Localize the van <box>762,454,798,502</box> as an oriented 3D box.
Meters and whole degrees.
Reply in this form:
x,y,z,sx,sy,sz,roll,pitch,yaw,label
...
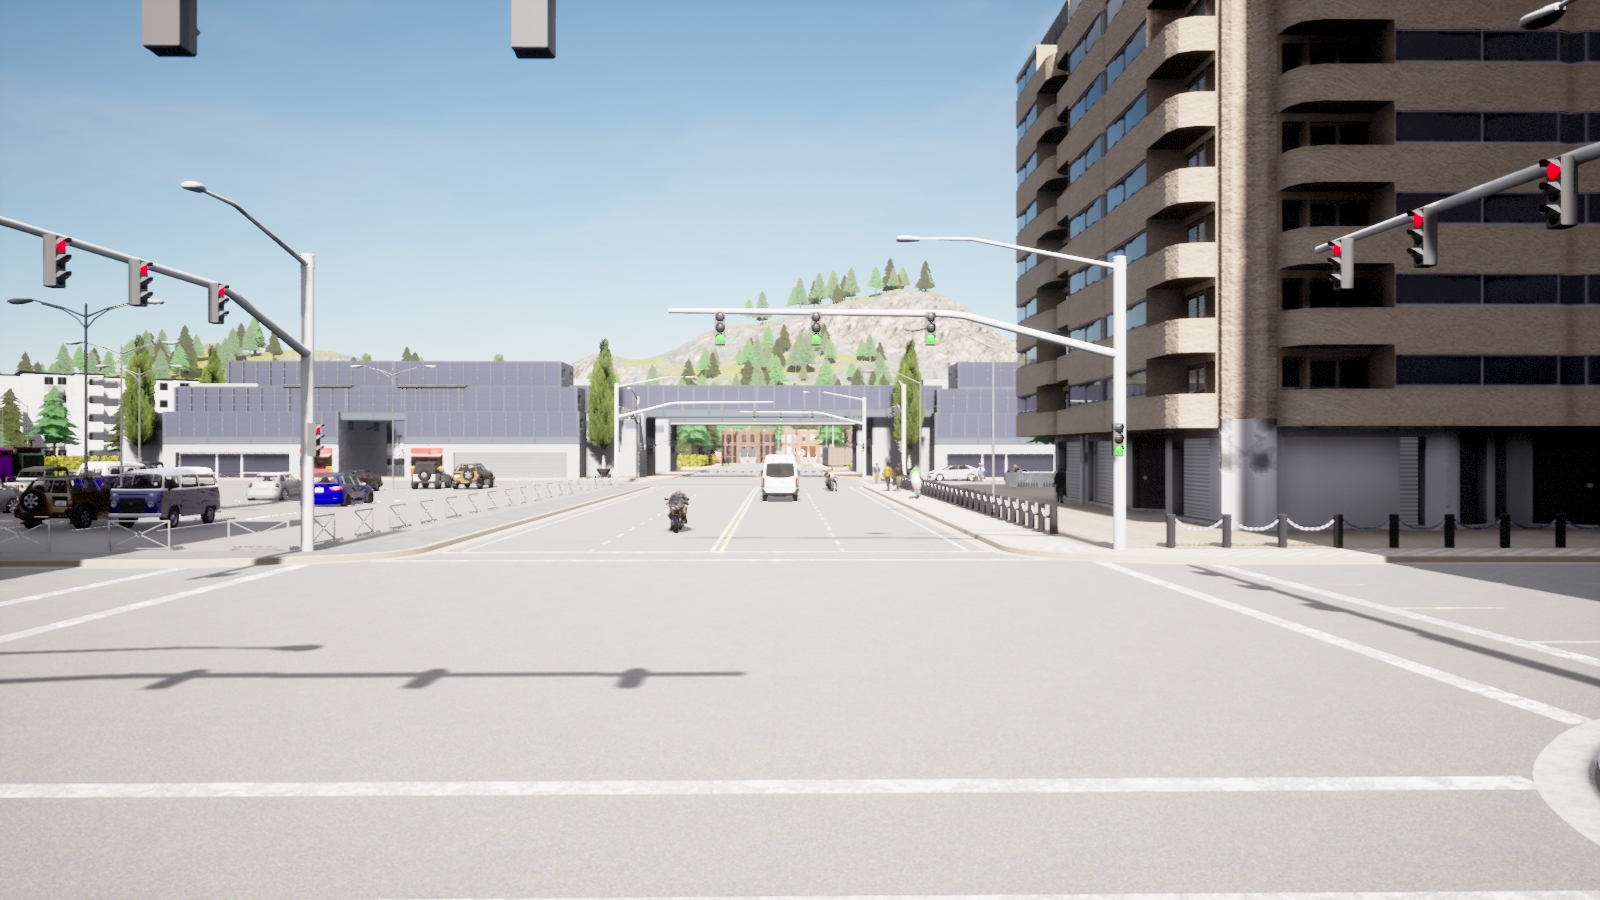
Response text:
x,y,z,sx,sy,sz,roll,pitch,yaw,label
-1.134,1.549,65.510,1.988,2.561,5.915,0,0,-1,van

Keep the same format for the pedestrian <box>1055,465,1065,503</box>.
x,y,z,sx,sy,sz,roll,pitch,yaw,label
12.771,1.675,56.144,0.375,1.860,0.375,0,0,1,pedestrian

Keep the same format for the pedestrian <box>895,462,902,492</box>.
x,y,z,sx,sy,sz,roll,pitch,yaw,label
6.260,1.713,72.512,0.375,1.860,0.375,0,0,-3,pedestrian

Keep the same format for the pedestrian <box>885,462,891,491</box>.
x,y,z,sx,sy,sz,roll,pitch,yaw,label
5.692,1.711,73.761,0.375,1.860,0.375,0,0,7,pedestrian

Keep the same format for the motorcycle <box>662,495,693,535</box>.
x,y,z,sx,sy,sz,roll,pitch,yaw,label
-4.196,2.214,39.418,0.867,1.251,2.209,0,0,-1,motorcycle

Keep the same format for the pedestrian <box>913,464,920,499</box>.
x,y,z,sx,sy,sz,roll,pitch,yaw,label
6.345,1.708,62.353,0.375,1.860,0.375,0,0,8,pedestrian

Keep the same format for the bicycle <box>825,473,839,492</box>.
x,y,z,sx,sy,sz,roll,pitch,yaw,label
2.165,2.175,77.262,0.859,1.276,1.487,0,0,-1,bicycle
